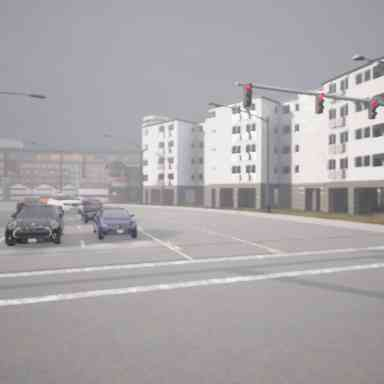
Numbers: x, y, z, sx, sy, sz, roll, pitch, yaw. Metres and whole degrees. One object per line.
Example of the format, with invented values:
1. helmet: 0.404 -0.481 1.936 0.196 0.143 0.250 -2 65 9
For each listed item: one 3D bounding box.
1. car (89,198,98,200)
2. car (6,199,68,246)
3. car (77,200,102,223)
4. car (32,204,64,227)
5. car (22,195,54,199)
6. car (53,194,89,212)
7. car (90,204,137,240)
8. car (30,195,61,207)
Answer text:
1. car: -14.627 1.535 46.694 4.902 1.511 2.128 0 0 39
2. car: -7.127 1.371 15.498 2.097 1.767 4.553 0 0 -18
3. car: -7.419 1.603 25.732 1.994 1.385 4.181 0 0 -24
4. car: -10.346 1.620 23.889 1.895 1.301 4.718 0 0 -24
5. car: -15.596 1.361 32.530 2.097 1.767 4.553 0 0 -40
6. car: -13.524 1.245 35.605 2.150 2.045 5.566 0 0 -41
7. car: -4.168 1.566 17.655 1.812 1.442 4.674 0 0 -21
8. car: -23.099 1.361 52.448 4.553 1.767 2.097 0 0 26
